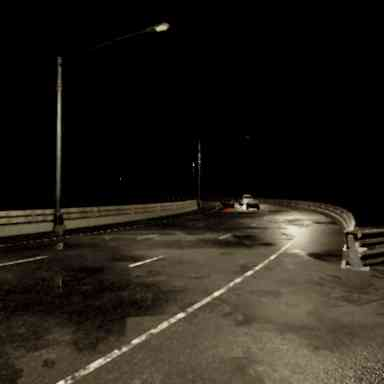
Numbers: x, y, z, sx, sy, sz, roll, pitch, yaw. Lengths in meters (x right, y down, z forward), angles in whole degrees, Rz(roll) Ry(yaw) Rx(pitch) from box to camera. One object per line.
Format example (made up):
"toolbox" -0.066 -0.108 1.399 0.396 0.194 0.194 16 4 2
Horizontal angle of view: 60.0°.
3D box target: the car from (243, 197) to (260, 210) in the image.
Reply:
"car" 8.817 1.887 48.143 2.033 1.411 5.357 0 0 7

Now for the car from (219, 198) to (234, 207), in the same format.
"car" 6.478 1.890 62.552 2.128 1.511 4.902 1 0 -2

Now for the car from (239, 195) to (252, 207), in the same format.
"car" 9.916 1.640 60.717 2.150 2.045 5.566 0 0 1

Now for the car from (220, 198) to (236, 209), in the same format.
"car" 5.814 1.841 52.582 1.837 1.490 4.892 0 -1 6
